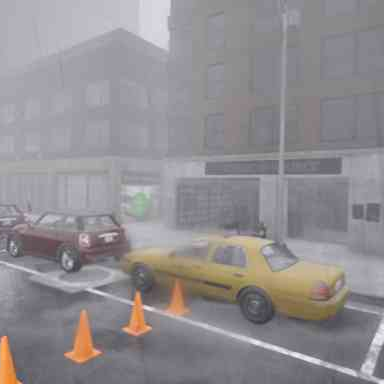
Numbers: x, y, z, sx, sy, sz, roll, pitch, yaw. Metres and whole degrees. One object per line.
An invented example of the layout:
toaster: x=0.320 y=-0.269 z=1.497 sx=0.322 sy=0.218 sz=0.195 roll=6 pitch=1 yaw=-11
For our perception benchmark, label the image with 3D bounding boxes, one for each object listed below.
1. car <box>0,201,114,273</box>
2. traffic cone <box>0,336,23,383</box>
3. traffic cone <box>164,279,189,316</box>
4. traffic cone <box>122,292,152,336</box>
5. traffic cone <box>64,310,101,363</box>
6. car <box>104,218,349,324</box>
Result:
car: x=-3.787 y=1.229 z=10.002 sx=4.097 sy=1.590 sz=1.967 roll=2 pitch=1 yaw=36
traffic cone: x=-2.035 y=1.867 z=3.614 sx=0.340 sy=0.580 sz=0.340 roll=2 pitch=1 yaw=36
traffic cone: x=-0.270 y=1.873 z=6.039 sx=0.340 sy=0.580 sz=0.340 roll=2 pitch=1 yaw=36
traffic cone: x=-0.858 y=1.871 z=5.231 sx=0.340 sy=0.580 sz=0.340 roll=2 pitch=1 yaw=36
traffic cone: x=-1.447 y=1.869 z=4.422 sx=0.340 sy=0.580 sz=0.340 roll=2 pitch=1 yaw=36
car: x=0.538 y=1.450 z=6.854 sx=4.829 sy=1.417 sz=1.752 roll=2 pitch=1 yaw=36
